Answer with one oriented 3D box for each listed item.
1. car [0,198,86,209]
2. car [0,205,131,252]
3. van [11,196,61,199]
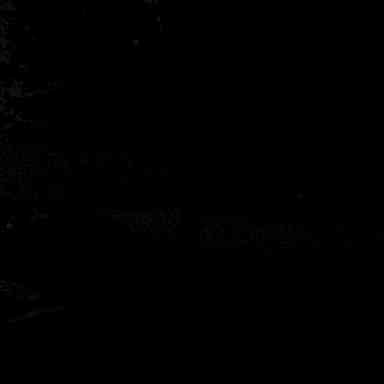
[{"bbox_3d":[-6.796,1.360,15.763,2.185,1.767,4.553,0,0,44],"label":"car"},{"bbox_3d":[-4.830,1.493,13.834,2.231,1.521,4.892,0,0,44],"label":"car"},{"bbox_3d":[-8.892,1.250,17.560,1.878,1.987,4.442,0,0,44],"label":"van"}]
